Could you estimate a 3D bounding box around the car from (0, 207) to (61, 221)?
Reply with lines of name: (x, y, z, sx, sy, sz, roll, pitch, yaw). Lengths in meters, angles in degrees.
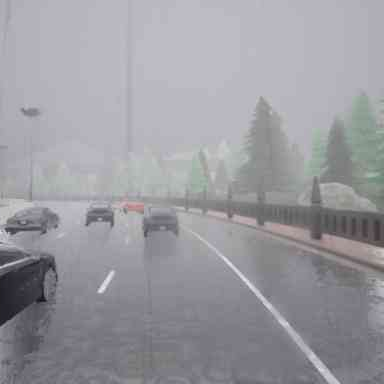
car: (-9.003, 1.587, 19.214, 2.033, 1.411, 5.357, 0, 0, -12)

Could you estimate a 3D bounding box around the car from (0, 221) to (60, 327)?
car: (-3.748, 1.507, 5.324, 2.128, 1.511, 4.902, 0, 0, -3)

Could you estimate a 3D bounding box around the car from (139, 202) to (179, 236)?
car: (-1.859, 1.517, 18.670, 1.837, 1.490, 4.892, 0, 0, -10)

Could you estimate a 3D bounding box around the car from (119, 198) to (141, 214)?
car: (-6.649, 1.387, 36.262, 2.097, 1.767, 4.553, 0, 0, -20)

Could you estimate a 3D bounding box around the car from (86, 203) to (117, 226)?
car: (-6.566, 1.536, 24.009, 1.837, 1.490, 4.892, 0, 0, -14)
